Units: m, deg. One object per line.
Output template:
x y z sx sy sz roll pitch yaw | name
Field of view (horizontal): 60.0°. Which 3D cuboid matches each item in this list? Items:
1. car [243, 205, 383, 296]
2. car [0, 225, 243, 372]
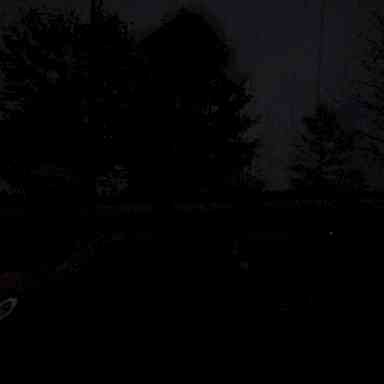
3.224 1.316 8.859 5.009 1.841 2.192 0 0 -36 | car
-1.360 1.440 5.588 4.097 1.590 1.967 0 0 -35 | car
